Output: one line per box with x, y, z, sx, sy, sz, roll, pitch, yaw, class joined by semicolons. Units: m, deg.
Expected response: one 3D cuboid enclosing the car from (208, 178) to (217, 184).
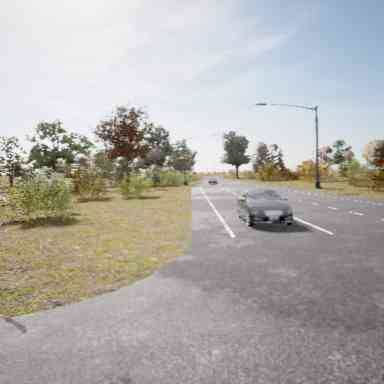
4.766;-2.472;76.362;1.994;1.385;4.181;-2;3;7;car

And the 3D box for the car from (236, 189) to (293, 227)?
3.177;0.616;15.357;2.128;1.511;4.902;-2;3;0;car
